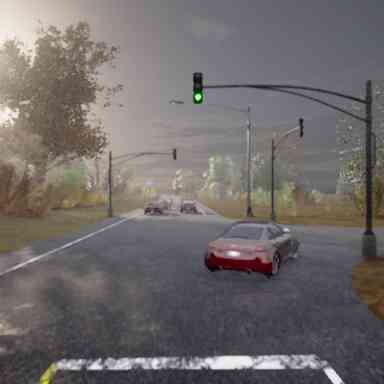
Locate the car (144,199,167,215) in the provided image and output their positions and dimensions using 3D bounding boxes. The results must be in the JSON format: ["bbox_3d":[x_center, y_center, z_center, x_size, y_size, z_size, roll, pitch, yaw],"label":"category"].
[{"bbox_3d":[-4.036,1.694,35.774,1.895,1.301,4.718,0,0,-1],"label":"car"}]

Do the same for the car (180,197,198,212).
[{"bbox_3d":[-0.440,1.629,39.904,1.812,1.442,4.674,0,0,-1],"label":"car"}]

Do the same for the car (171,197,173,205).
[{"bbox_3d":[-4.441,1.623,55.338,1.882,1.535,5.008,0,0,-2],"label":"car"}]

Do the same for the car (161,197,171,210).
[{"bbox_3d":[-4.223,1.682,44.963,1.994,1.385,4.181,0,0,-1],"label":"car"}]

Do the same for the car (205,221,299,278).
[{"bbox_3d":[2.027,1.591,10.497,1.994,1.385,4.181,0,0,27],"label":"car"}]

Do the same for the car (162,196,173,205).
[{"bbox_3d":[-4.779,1.651,65.786,1.882,1.535,5.008,0,0,-2],"label":"car"}]
